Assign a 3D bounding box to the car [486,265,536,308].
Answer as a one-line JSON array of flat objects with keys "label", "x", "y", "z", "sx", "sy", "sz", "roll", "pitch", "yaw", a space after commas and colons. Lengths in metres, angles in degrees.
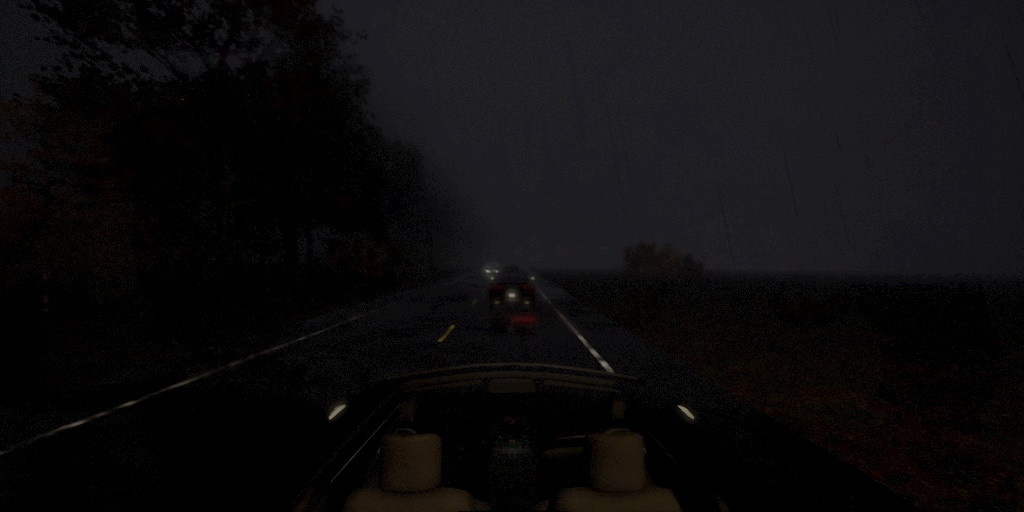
[{"label": "car", "x": 0.025, "y": 1.366, "z": 16.083, "sx": 1.882, "sy": 1.535, "sz": 5.008, "roll": 0, "pitch": 0, "yaw": 1}]
